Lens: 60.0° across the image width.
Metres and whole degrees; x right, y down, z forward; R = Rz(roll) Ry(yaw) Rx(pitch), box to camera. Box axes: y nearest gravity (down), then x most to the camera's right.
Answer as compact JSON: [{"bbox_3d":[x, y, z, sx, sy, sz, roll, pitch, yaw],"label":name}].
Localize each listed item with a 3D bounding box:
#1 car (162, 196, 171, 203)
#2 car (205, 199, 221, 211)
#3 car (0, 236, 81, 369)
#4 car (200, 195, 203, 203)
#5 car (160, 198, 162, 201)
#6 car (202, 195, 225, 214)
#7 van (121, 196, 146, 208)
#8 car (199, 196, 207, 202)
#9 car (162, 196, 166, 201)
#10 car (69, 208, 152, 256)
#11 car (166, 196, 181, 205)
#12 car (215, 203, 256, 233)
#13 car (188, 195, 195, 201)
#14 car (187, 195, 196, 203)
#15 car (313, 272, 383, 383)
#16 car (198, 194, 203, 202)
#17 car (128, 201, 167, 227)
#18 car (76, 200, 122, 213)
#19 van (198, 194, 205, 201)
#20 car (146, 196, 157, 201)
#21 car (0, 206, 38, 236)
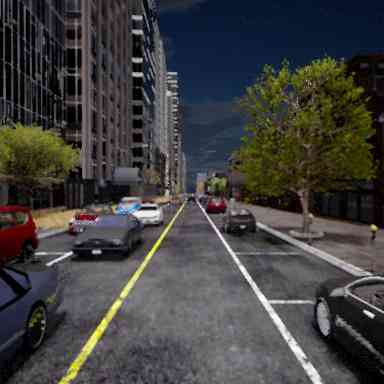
[{"bbox_3d":[-5.806,1.701,75.547,1.752,1.417,4.829,-1,0,0],"label":"car"},{"bbox_3d":[2.621,1.622,42.680,1.752,1.417,4.829,-1,0,0],"label":"car"},{"bbox_3d":[-3.102,1.558,3.436,2.033,1.411,5.357,0,0,0],"label":"car"},{"bbox_3d":[2.919,1.639,59.333,1.837,1.490,4.892,0,0,0],"label":"car"},{"bbox_3d":[-5.767,1.639,47.873,1.752,1.417,4.829,-1,0,0],"label":"car"},{"bbox_3d":[2.626,1.399,36.976,2.192,1.841,5.009,-1,0,0],"label":"car"},{"bbox_3d":[-5.746,1.418,31.439,1.690,1.788,3.998,-1,0,0],"label":"van"},{"bbox_3d":[2.567,1.766,81.251,1.802,1.307,4.206,-1,0,0],"label":"car"},{"bbox_3d":[-5.799,1.689,70.012,1.752,1.417,4.829,-1,0,0],"label":"car"},{"bbox_3d":[-3.112,1.581,13.528,2.033,1.411,5.357,0,0,0],"label":"car"},{"bbox_3d":[-3.114,1.496,62.212,2.097,1.767,4.553,0,0,1],"label":"car"},{"bbox_3d":[2.666,1.595,19.636,2.008,1.369,4.403,-1,0,0],"label":"car"},{"bbox_3d":[-0.124,1.574,89.979,1.812,1.442,4.674,0,0,0],"label":"car"},{"bbox_3d":[-0.099,1.661,72.064,1.837,1.490,4.892,0,0,0],"label":"car"},{"bbox_3d":[2.807,1.558,3.769,2.008,1.369,4.403,-1,0,0],"label":"car"},{"bbox_3d":[2.574,1.737,75.717,1.947,1.339,4.313,-1,0,0],"label":"car"},{"bbox_3d":[-3.065,1.583,23.700,1.812,1.442,4.674,0,0,0],"label":"car"},{"bbox_3d":[-5.739,1.490,19.641,1.967,1.590,4.097,-1,0,0],"label":"car"},{"bbox_3d":[2.547,1.550,92.320,1.690,1.788,3.998,-1,0,0],"label":"van"},{"bbox_3d":[-5.762,1.417,42.508,2.192,1.841,5.009,-1,0,0],"label":"car"},{"bbox_3d":[-5.816,1.339,8.572,2.192,1.841,5.009,-1,0,0],"label":"car"}]
